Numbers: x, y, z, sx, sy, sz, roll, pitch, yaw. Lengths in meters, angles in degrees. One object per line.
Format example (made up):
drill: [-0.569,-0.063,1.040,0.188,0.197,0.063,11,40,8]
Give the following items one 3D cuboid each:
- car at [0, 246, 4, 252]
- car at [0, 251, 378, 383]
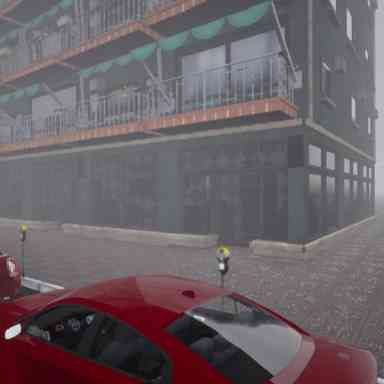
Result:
car: [-5.219,1.439,6.610,4.097,1.590,1.967,0,0,36]
car: [-0.634,1.544,3.331,4.507,1.381,1.887,0,0,36]
